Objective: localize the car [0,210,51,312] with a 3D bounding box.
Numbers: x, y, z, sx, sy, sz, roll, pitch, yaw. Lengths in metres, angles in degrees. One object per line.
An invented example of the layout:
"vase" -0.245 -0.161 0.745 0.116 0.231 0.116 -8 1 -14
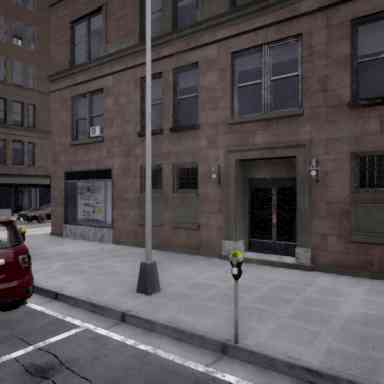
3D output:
"car" -5.066 1.314 6.408 5.009 1.841 2.192 0 0 35

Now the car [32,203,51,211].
"car" -10.244 1.501 25.168 2.033 1.411 5.357 0 0 36
